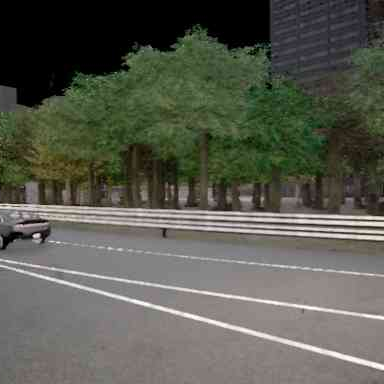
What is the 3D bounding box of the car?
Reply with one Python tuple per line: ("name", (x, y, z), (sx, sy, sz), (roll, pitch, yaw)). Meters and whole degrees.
("car", (-8.117, 1.505, 14.273), (4.902, 1.511, 2.128), (0, 0, 32))
